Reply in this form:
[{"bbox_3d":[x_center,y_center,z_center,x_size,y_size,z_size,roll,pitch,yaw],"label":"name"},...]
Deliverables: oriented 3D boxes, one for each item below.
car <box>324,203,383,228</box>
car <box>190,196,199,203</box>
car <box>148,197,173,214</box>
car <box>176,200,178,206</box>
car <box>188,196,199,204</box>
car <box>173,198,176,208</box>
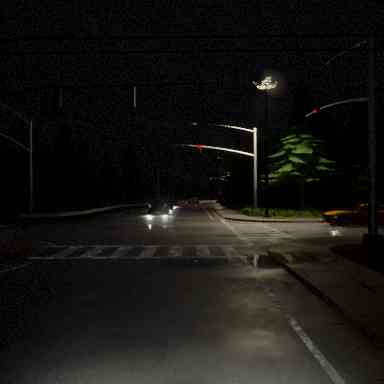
[{"bbox_3d":[11.381,1.504,22.086,5.008,1.535,1.882,0,0,1],"label":"car"},{"bbox_3d":[0.631,1.629,75.652,1.837,1.490,4.892,0,0,2],"label":"car"},{"bbox_3d":[-3.615,1.465,36.735,2.097,1.767,4.553,0,0,0],"label":"car"},{"bbox_3d":[-3.512,1.726,56.685,1.994,1.385,4.181,0,0,1],"label":"car"},{"bbox_3d":[0.312,1.689,65.344,1.812,1.442,4.674,0,0,2],"label":"car"},{"bbox_3d":[-3.602,1.642,46.605,1.837,1.490,4.892,0,0,0],"label":"car"}]
